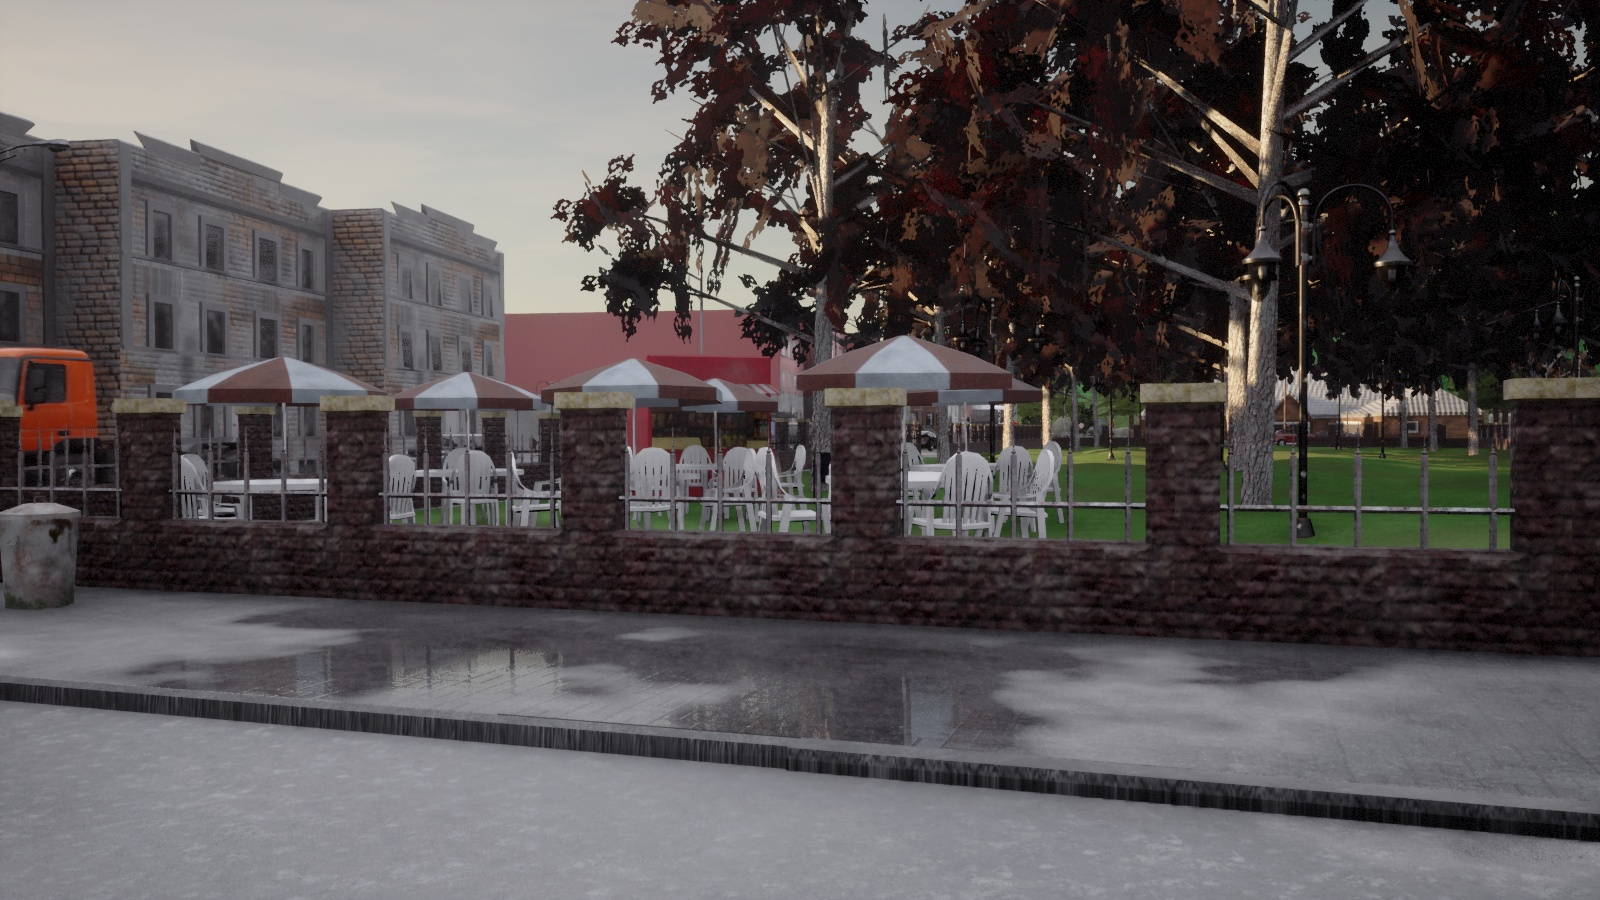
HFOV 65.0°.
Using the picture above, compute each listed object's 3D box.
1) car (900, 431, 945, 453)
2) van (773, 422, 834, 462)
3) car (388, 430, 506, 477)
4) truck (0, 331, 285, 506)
[{"bbox_3d":[8.858,-0.584,90.158,2.163,1.488,4.792,1,1,19],"label":"car"},{"bbox_3d":[0.218,-0.453,64.537,1.775,1.987,4.442,1,1,19],"label":"van"},{"bbox_3d":[-11.660,0.080,41.757,1.970,1.475,3.806,1,1,19],"label":"car"},{"bbox_3d":[-15.909,-0.681,29.078,2.891,3.462,7.936,1,1,19],"label":"truck"}]
